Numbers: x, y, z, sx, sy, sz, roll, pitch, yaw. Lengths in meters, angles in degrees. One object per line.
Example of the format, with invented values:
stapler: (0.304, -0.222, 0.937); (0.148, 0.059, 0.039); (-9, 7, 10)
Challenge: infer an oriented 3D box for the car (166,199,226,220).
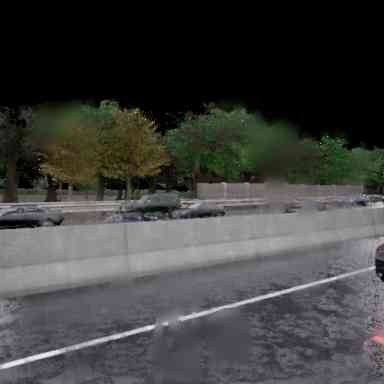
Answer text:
car: (0.605, 1.509, 25.914); (4.674, 1.442, 1.812); (0, 0, -36)

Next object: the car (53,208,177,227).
car: (-3.266, 1.604, 14.559); (4.718, 1.301, 1.895); (0, 0, -35)

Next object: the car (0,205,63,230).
car: (-9.685, 1.493, 18.457); (4.902, 1.511, 2.128); (0, 0, -35)

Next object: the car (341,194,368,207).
car: (22.014, 1.131, 45.453); (4.553, 1.767, 2.097); (-1, 0, -35)

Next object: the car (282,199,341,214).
car: (10.045, 1.483, 28.352); (5.357, 1.411, 2.033); (0, 0, -35)

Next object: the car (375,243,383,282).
car: (6.469, 1.506, 8.360); (4.892, 1.490, 1.837); (0, 0, -36)

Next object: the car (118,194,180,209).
car: (-3.356, 1.210, 27.252); (5.566, 2.045, 2.150); (-1, 0, -37)
